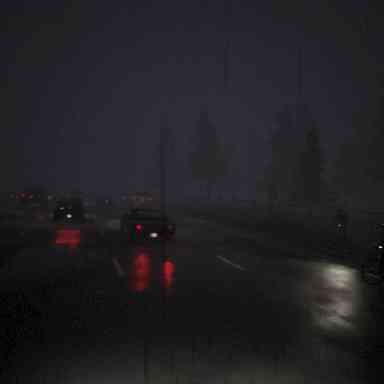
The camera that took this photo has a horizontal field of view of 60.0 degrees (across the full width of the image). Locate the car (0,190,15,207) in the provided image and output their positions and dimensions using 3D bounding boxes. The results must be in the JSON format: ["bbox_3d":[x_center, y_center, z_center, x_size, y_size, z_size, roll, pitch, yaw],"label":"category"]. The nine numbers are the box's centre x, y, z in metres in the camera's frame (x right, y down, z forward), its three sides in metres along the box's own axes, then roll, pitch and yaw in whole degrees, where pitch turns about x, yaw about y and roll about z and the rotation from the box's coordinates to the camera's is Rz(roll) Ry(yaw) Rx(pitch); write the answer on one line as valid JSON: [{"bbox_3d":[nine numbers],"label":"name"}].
[{"bbox_3d":[-18.823,0.576,32.205,1.882,1.535,5.008,2,0,-19],"label":"car"}]

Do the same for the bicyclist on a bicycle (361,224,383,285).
[{"bbox_3d":[5.166,1.620,8.614,1.656,1.620,0.582,2,0,-7],"label":"bicyclist on a bicycle"}]

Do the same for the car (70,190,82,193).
[{"bbox_3d":[-15.581,0.523,44.538,2.097,1.767,4.553,2,0,-19],"label":"car"}]

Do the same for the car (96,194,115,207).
[{"bbox_3d":[-10.291,0.971,39.688,1.994,1.385,4.181,2,0,-18],"label":"car"}]

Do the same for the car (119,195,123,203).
[{"bbox_3d":[-9.144,0.945,47.041,1.812,1.442,4.674,2,0,-18],"label":"car"}]

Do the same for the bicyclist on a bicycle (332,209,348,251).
[{"bbox_3d":[5.850,1.474,13.113,0.582,1.620,1.656,2,0,37],"label":"bicyclist on a bicycle"}]

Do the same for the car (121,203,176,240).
[{"bbox_3d":[-2.258,1.438,15.803,1.895,1.301,4.718,2,0,-19],"label":"car"}]

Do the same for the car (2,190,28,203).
[{"bbox_3d":[-22.142,0.470,41.795,2.033,1.411,5.357,2,0,-19],"label":"car"}]

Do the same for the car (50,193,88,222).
[{"bbox_3d":[-7.916,1.090,21.684,1.837,1.490,4.892,2,1,-19],"label":"car"}]

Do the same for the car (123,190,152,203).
[{"bbox_3d":[-6.068,0.805,37.913,2.150,2.045,5.566,2,0,-19],"label":"car"}]

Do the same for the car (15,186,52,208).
[{"bbox_3d":[-15.289,0.460,32.382,2.150,2.045,5.566,2,0,-19],"label":"car"}]
